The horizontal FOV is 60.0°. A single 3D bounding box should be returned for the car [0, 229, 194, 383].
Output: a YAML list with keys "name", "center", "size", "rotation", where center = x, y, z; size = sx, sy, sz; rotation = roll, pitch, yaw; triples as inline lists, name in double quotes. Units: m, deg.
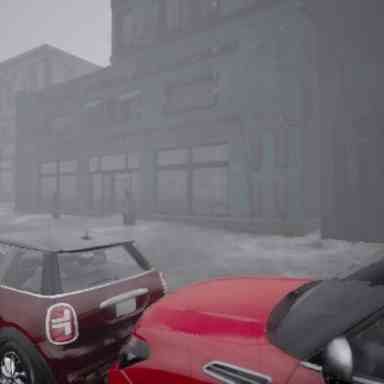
- name: "car"
  center: [-2.496, 1.360, 5.097]
  size: [4.553, 1.767, 2.185]
  rotation: [0, 0, 36]
